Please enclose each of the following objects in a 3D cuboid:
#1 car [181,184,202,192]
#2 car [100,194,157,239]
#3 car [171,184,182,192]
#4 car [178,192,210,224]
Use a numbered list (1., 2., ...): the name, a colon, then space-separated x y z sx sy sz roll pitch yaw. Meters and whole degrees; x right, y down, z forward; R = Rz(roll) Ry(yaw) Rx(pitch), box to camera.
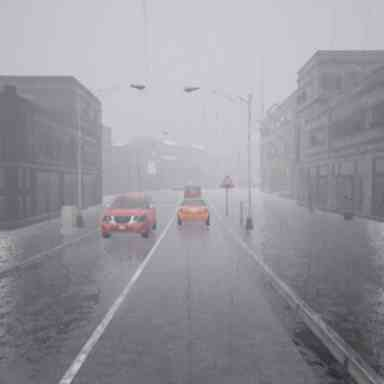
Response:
1. car: 0.105 0.029 42.533 2.150 2.045 5.566 0 3 0
2. car: -3.097 1.173 17.449 2.150 2.045 5.566 0 1 0
3. car: -2.330 -0.791 60.343 1.994 1.385 4.181 0 3 13
4. car: 0.105 1.174 23.349 2.097 1.767 4.553 0 2 0
